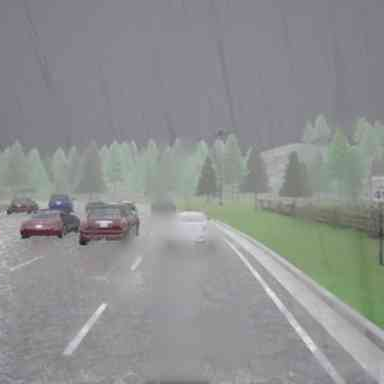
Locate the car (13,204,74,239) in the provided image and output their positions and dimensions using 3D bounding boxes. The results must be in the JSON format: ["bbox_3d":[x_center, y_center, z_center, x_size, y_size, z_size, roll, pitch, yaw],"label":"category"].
[{"bbox_3d":[-7.330,1.576,17.546,1.994,1.385,4.181,0,0,-5],"label":"car"}]

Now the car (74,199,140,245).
[{"bbox_3d":[-3.700,1.362,15.642,2.097,1.767,4.553,0,0,-3],"label":"car"}]

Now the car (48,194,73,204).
[{"bbox_3d":[-14.031,1.245,35.619,2.150,2.045,5.566,0,0,-17],"label":"car"}]

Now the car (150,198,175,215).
[{"bbox_3d":[-3.083,1.374,34.651,2.097,1.767,4.553,0,0,-14],"label":"car"}]

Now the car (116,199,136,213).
[{"bbox_3d":[-7.600,1.550,38.200,1.812,1.442,4.674,0,0,-16],"label":"car"}]

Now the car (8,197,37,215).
[{"bbox_3d":[-17.497,1.376,34.547,2.097,1.767,4.553,0,0,-16],"label":"car"}]

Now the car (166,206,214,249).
[{"bbox_3d":[-0.113,1.535,14.560,1.812,1.442,4.674,0,0,-3],"label":"car"}]
